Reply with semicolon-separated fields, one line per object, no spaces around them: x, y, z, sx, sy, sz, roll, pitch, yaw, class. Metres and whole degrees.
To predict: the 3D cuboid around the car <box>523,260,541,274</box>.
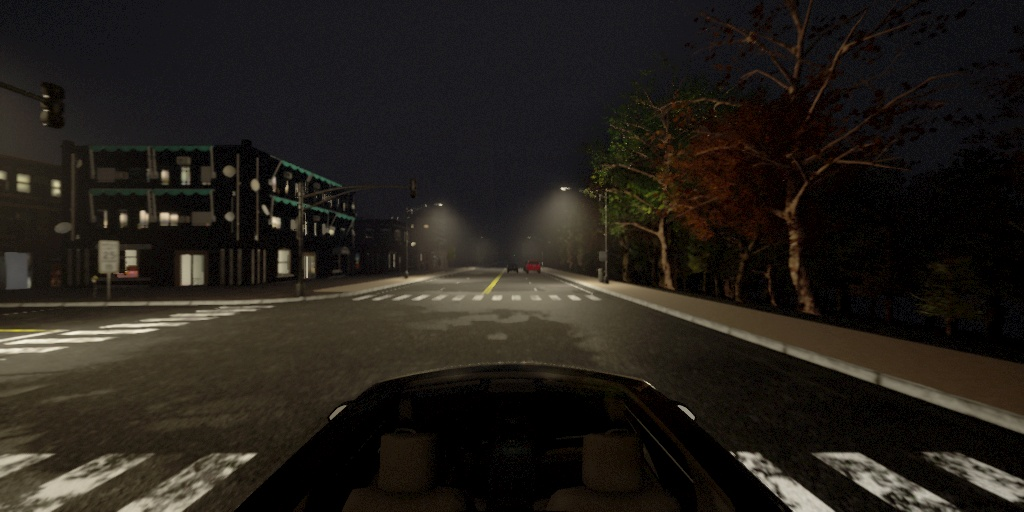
3.348;1.725;56.903;2.150;2.045;5.566;0;-1;0;car

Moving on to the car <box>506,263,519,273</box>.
0.100;2.033;58.716;1.837;1.490;4.892;0;-1;0;car
